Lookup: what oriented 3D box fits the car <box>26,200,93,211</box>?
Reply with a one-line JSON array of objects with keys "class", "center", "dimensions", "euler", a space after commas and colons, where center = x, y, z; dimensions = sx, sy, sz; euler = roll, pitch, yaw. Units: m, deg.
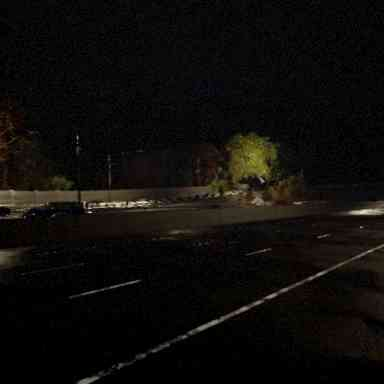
[{"class": "car", "center": [-12.573, 1.932, 30.818], "dimensions": [2.150, 2.045, 5.566], "euler": [4, 1, 42]}]

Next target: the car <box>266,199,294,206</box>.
[{"class": "car", "center": [15.437, 2.316, 56.711], "dimensions": [2.150, 2.045, 5.566], "euler": [-2, -2, 42]}]

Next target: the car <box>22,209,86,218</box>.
[{"class": "car", "center": [-10.972, 2.365, 27.489], "dimensions": [1.895, 1.301, 4.718], "euler": [-2, -2, 42]}]

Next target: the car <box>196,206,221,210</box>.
[{"class": "car", "center": [2.164, 2.449, 42.051], "dimensions": [1.812, 1.442, 4.674], "euler": [-2, -2, 42]}]

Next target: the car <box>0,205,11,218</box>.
[{"class": "car", "center": [-21.519, 2.089, 34.888], "dimensions": [2.128, 1.511, 4.902], "euler": [-2, -1, 21]}]

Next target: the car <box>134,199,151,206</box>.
[{"class": "car", "center": [-9.809, 2.119, 67.702], "dimensions": [2.033, 1.411, 5.357], "euler": [-2, 0, 21]}]

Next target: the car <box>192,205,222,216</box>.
[{"class": "car", "center": [2.177, 2.614, 47.261], "dimensions": [1.994, 1.385, 4.181], "euler": [-2, -2, 42]}]

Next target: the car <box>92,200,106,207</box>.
[{"class": "car", "center": [-15.451, 2.082, 52.348], "dimensions": [2.097, 1.767, 4.553], "euler": [-1, 0, 19]}]

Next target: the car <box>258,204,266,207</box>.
[{"class": "car", "center": [13.312, 2.795, 59.560], "dimensions": [1.895, 1.301, 4.718], "euler": [-2, -2, 42]}]
